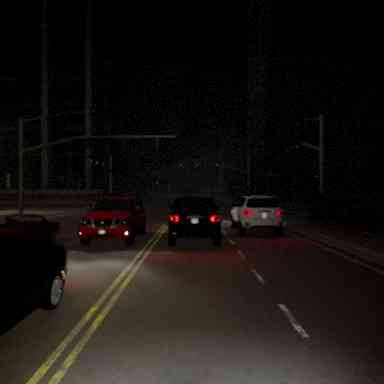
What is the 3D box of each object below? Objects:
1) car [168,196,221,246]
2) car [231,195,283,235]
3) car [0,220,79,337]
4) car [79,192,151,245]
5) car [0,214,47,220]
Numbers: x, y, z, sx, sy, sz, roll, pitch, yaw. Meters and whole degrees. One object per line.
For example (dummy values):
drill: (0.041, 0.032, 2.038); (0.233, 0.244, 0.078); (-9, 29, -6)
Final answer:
car: (0.105, 1.187, 15.294); (2.150, 2.045, 5.566); (0, 0, 0)
car: (3.514, 1.179, 18.757); (2.150, 2.045, 5.566); (0, 0, 0)
car: (-3.564, 1.466, 4.989); (1.882, 1.535, 5.008); (0, 0, 1)
car: (-3.494, 1.188, 15.663); (2.150, 2.045, 5.566); (0, 0, 0)
car: (-7.019, 1.571, 13.160); (1.895, 1.301, 4.718); (0, 0, 1)
